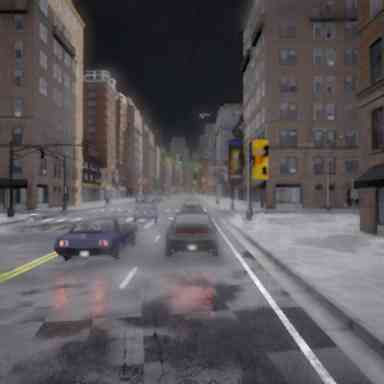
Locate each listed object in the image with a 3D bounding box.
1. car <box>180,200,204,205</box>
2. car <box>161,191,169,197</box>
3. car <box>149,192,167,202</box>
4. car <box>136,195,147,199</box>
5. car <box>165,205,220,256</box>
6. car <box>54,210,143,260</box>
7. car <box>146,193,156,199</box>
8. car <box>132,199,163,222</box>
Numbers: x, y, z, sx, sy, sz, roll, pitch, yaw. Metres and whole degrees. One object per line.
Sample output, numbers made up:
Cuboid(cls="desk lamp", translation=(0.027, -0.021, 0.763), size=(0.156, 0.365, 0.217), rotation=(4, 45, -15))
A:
Cuboid(cls="car", translation=(0.011, 1.429, 27.904), size=(1.837, 1.490, 4.892), rotation=(1, 1, 0))
Cuboid(cls="car", translation=(-6.615, 0.672, 80.528), size=(2.150, 2.045, 5.566), rotation=(0, 0, 0))
Cuboid(cls="car", translation=(-6.608, 1.351, 65.061), size=(1.837, 1.490, 4.892), rotation=(0, 0, 0))
Cuboid(cls="car", translation=(-9.856, 1.349, 65.035), size=(2.128, 1.511, 4.902), rotation=(0, 0, 0))
Cuboid(cls="car", translation=(0.027, 1.476, 12.893), size=(1.837, 1.490, 4.892), rotation=(0, 0, 0))
Cuboid(cls="car", translation=(-3.228, 1.572, 12.263), size=(1.895, 1.301, 4.718), rotation=(0, 0, 0))
Cuboid(cls="car", translation=(-9.865, 0.999, 80.554), size=(1.994, 1.385, 4.181), rotation=(0, 0, 0))
Cuboid(cls="car", translation=(-3.613, 1.488, 25.659), size=(2.033, 1.411, 5.357), rotation=(0, 0, -8))
